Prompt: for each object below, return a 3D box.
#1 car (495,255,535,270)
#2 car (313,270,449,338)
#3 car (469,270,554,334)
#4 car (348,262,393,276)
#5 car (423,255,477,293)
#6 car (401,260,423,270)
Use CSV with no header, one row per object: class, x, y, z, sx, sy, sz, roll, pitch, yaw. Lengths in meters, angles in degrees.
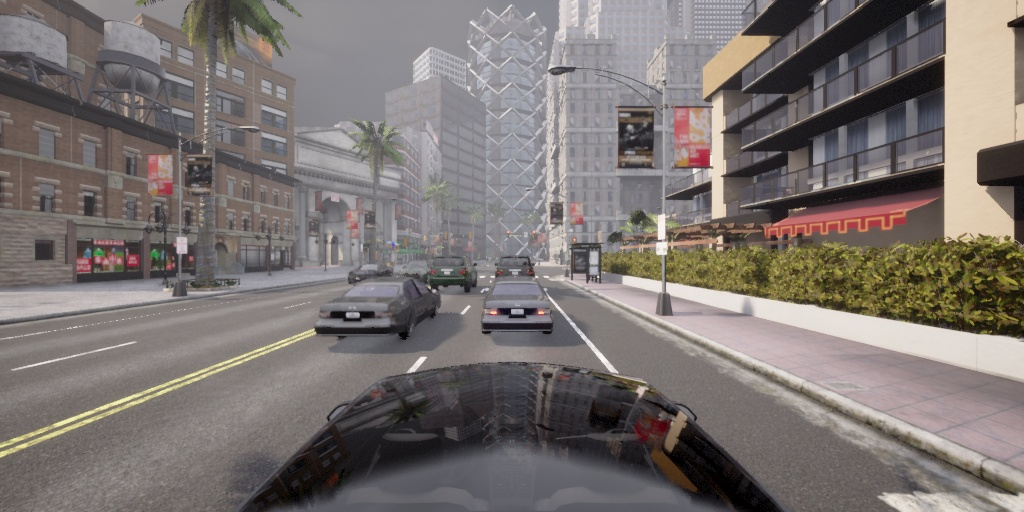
car,0.166,0.971,20.820,2.150,2.045,5.566,0,0,0
car,-3.361,1.297,10.099,2.033,1.411,5.357,0,0,0
car,0.129,1.297,10.568,2.033,1.411,5.357,0,0,0
car,-10.410,1.263,26.678,1.882,1.535,5.008,0,0,0
car,-3.331,0.971,21.136,2.150,2.045,5.566,0,0,0
car,-6.910,1.103,26.687,2.097,1.767,4.553,0,0,0
